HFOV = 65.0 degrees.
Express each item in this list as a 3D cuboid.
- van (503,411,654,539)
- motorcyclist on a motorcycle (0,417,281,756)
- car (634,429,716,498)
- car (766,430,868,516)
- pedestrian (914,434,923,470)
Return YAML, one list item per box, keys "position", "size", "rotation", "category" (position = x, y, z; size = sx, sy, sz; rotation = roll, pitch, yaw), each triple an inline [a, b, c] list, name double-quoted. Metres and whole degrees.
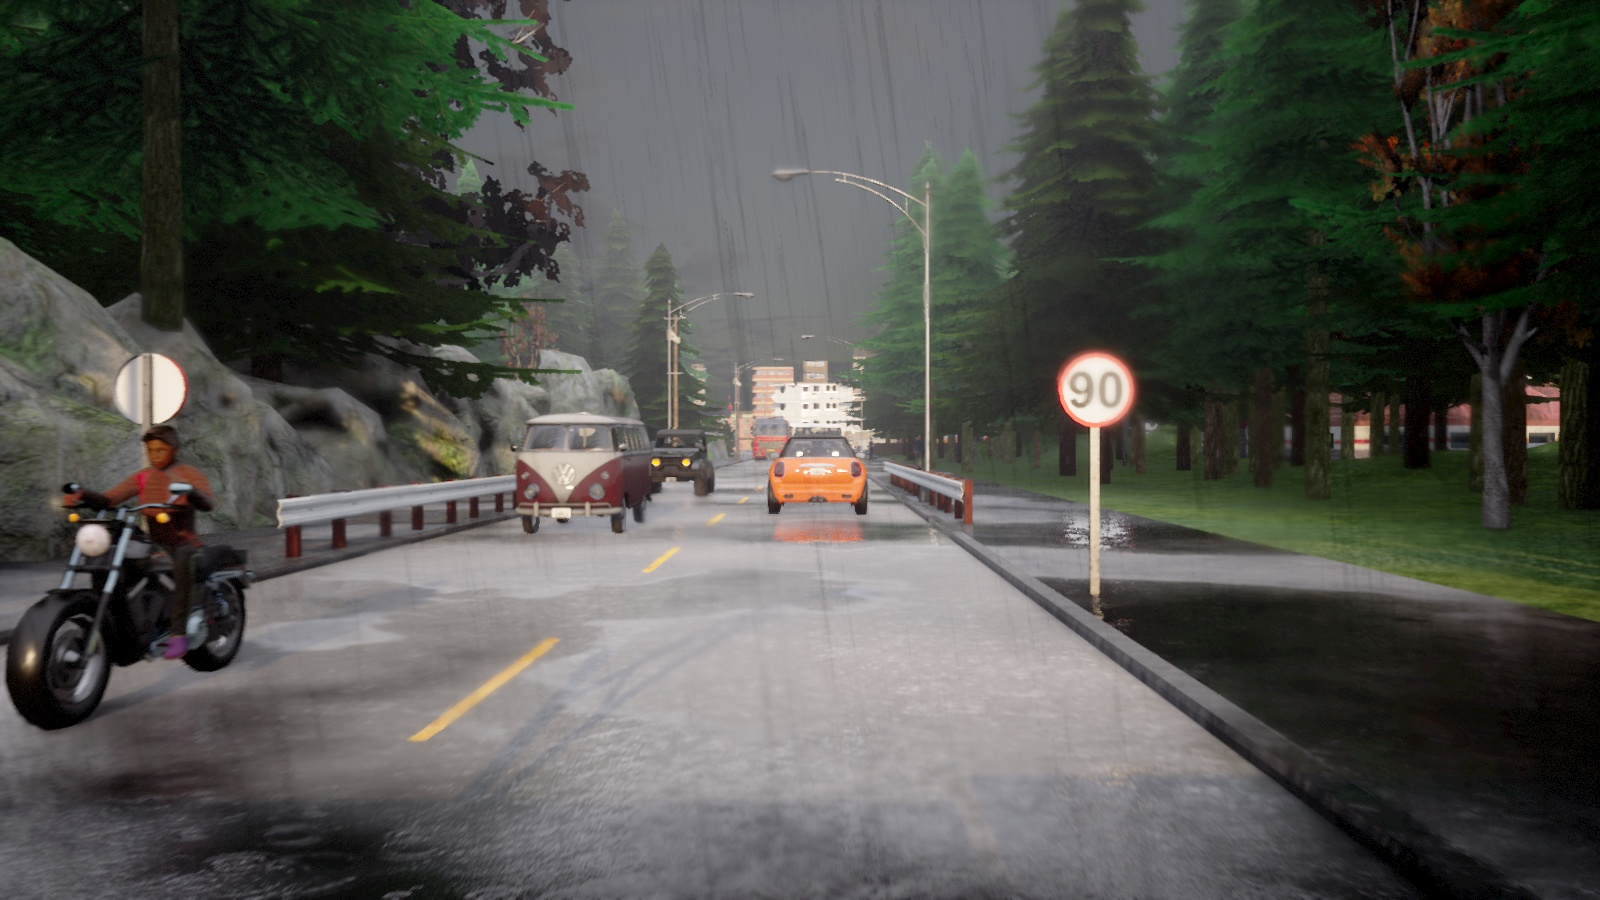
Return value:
- position: [-3.701, 0.370, 21.740]
  size: [1.775, 1.987, 4.442]
  rotation: [0, 1, 1]
  category: "van"
- position: [-3.887, 0.652, 7.270]
  size: [0.766, 1.649, 2.350]
  rotation: [0, 1, 1]
  category: "motorcyclist on a motorcycle"
- position: [-3.517, 0.335, 35.903]
  size: [1.905, 1.878, 3.866]
  rotation: [0, 1, 1]
  category: "car"
- position: [0.379, 0.448, 27.964]
  size: [2.097, 1.767, 4.553]
  rotation: [0, 0, 1]
  category: "car"
- position: [6.150, 0.094, 65.182]
  size: [0.402, 1.842, 0.726]
  rotation: [0, 0, 2]
  category: "pedestrian"
